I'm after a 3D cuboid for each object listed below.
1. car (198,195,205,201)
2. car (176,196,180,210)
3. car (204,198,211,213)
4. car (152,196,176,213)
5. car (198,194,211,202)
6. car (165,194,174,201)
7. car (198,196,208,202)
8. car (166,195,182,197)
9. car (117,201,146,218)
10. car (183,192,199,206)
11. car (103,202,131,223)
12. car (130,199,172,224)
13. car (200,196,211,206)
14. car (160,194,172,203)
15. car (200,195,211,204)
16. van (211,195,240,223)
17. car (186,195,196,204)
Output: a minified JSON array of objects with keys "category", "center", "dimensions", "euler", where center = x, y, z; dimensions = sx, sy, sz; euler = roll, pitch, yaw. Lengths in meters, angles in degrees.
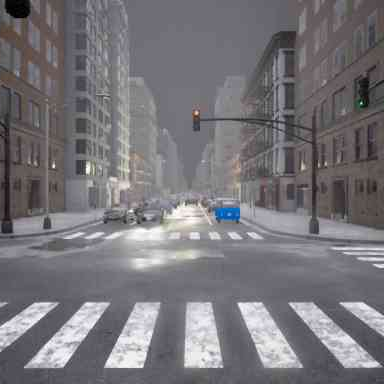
[{"category":"car","center":[2.480,1.532,87.469],"dimensions":[1.947,1.339,4.313],"euler":[0,0,0]},{"category":"car","center":[-2.925,1.560,43.172],"dimensions":[1.994,1.385,4.181],"euler":[0,0,0]},{"category":"car","center":[2.571,1.580,36.337],"dimensions":[1.802,1.307,4.206],"euler":[0,0,0]},{"category":"car","center":[-2.912,1.476,33.947],"dimensions":[1.882,1.535,5.008],"euler":[0,0,0]},{"category":"car","center":[2.541,1.306,53.381],"dimensions":[2.192,1.841,5.009],"euler":[0,0,0]},{"category":"car","center":[-5.535,1.410,81.770],"dimensions":[1.967,1.590,4.097],"euler":[0,0,0]},{"category":"car","center":[2.500,1.525,76.106],"dimensions":[2.008,1.369,4.403],"euler":[0,0,0]},{"category":"car","center":[-2.902,1.554,53.404],"dimensions":[1.994,1.385,4.181],"euler":[0,0,1]},{"category":"car","center":[-5.444,1.543,30.633],"dimensions":[1.887,1.381,4.507],"euler":[0,0,0]},{"category":"car","center":[-0.100,1.341,55.069],"dimensions":[2.097,1.767,4.553],"euler":[0,0,0]},{"category":"car","center":[-5.434,1.550,24.952],"dimensions":[2.008,1.369,4.403],"euler":[0,0,0]},{"category":"car","center":[-2.882,1.491,24.504],"dimensions":[2.128,1.511,4.902],"euler":[0,0,-1]},{"category":"car","center":[2.551,1.577,47.700],"dimensions":[1.802,1.307,4.206],"euler":[0,0,0]},{"category":"car","center":[-5.515,1.293,70.406],"dimensions":[2.192,1.841,5.009],"euler":[0,0,0]},{"category":"car","center":[2.520,1.422,64.744],"dimensions":[1.967,1.590,4.097],"euler":[0,0,0]},{"category":"van","center":[2.591,1.340,24.975],"dimensions":[1.690,1.788,3.998],"euler":[0,0,0]},{"category":"car","center":[-0.118,1.460,65.102],"dimensions":[1.882,1.535,5.008],"euler":[0,0,0]}]
